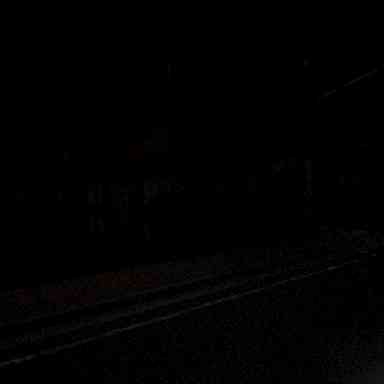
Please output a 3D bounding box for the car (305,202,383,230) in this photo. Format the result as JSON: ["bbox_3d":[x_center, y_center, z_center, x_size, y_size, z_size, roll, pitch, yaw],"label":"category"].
[{"bbox_3d":[8.729,1.231,18.136,1.895,1.301,4.718,-3,0,-35],"label":"car"}]
